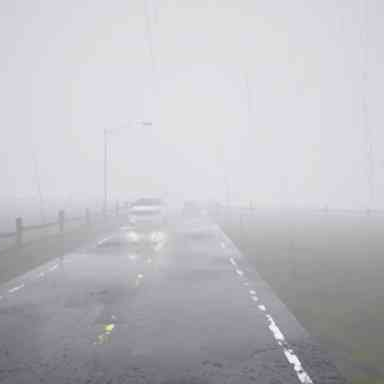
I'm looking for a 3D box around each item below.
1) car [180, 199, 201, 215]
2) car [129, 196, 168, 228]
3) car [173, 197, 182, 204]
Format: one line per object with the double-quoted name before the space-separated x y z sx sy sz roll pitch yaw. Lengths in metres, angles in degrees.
"car" 0.004 1.713 35.552 1.895 1.301 4.718 0 0 0
"car" -2.906 1.293 23.204 2.150 2.045 5.566 0 0 0
"car" -2.923 1.771 68.879 1.837 1.490 4.892 0 0 0
